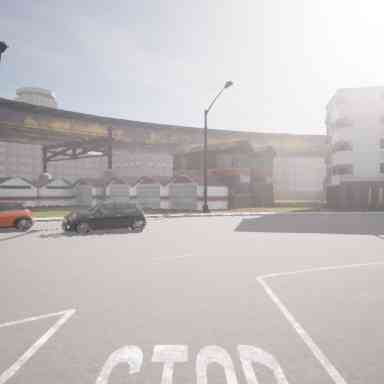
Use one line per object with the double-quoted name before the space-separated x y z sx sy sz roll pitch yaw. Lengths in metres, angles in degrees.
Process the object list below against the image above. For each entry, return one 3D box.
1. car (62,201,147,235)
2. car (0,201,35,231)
"car" -4.964 1.351 18.938 4.553 1.767 2.097 0 0 -28
"car" -11.536 1.351 18.882 4.553 1.767 2.097 0 0 -36
